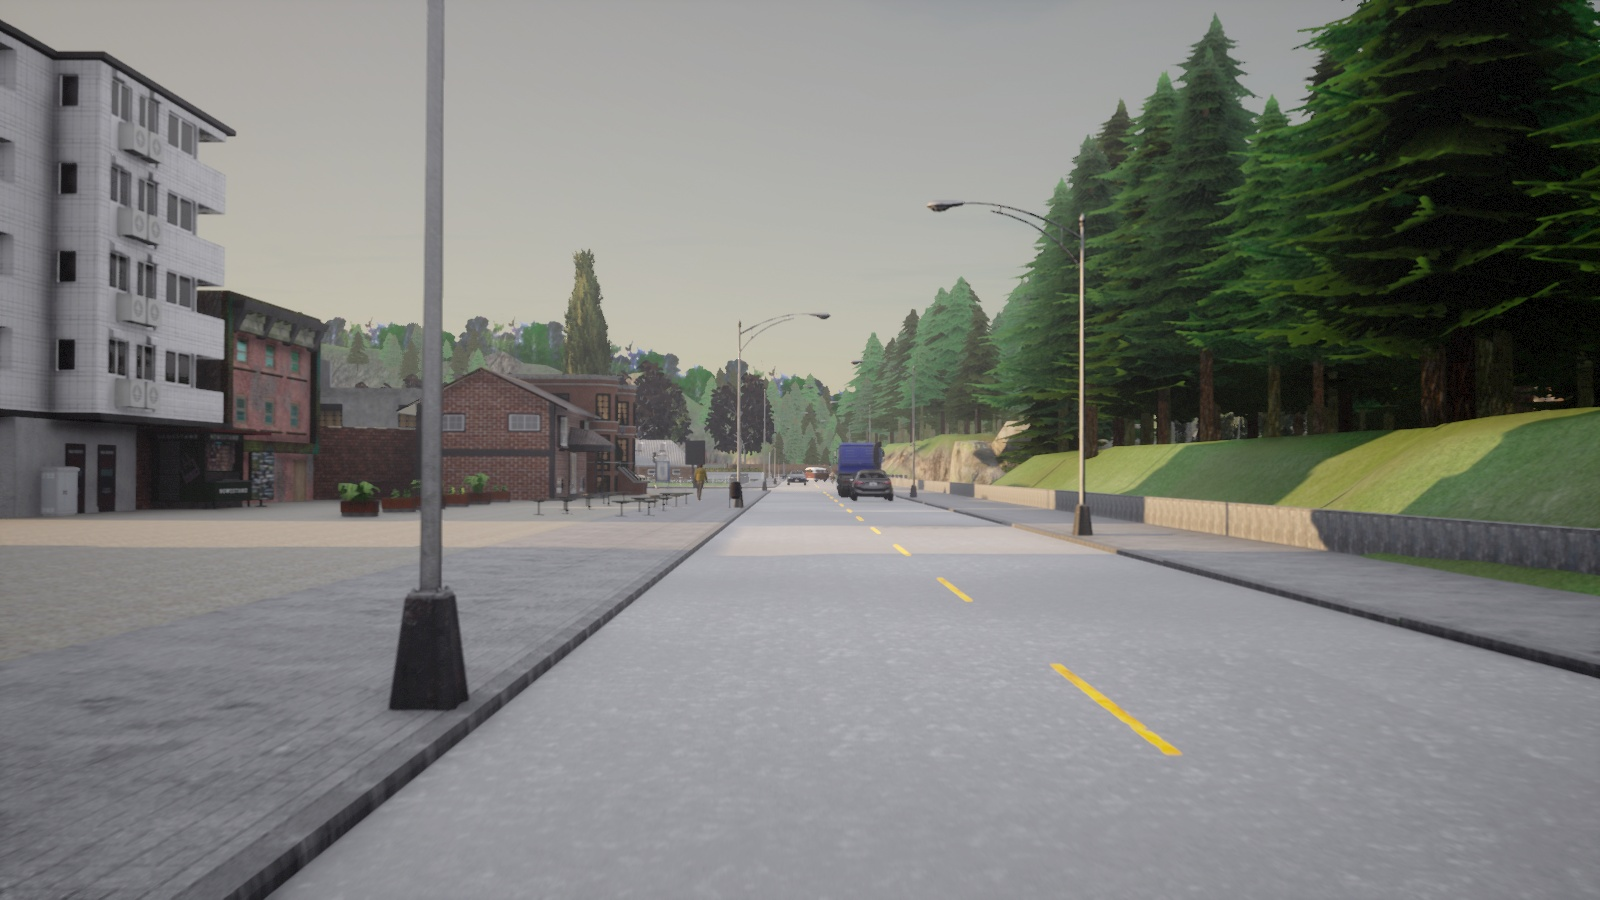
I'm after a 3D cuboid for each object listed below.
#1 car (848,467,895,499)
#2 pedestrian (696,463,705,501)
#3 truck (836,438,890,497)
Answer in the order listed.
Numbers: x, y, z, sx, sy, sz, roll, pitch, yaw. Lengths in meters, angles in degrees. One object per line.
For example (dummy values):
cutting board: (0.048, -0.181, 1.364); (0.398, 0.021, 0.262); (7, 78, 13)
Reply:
car: (3.841, 1.780, 67.924); (2.242, 1.667, 4.611); (0, -1, 0)
pedestrian: (-4.822, 1.562, 60.798); (0.370, 1.835, 0.726); (0, -1, 2)
truck: (3.815, 1.122, 77.949); (2.891, 3.462, 7.936); (0, -1, 0)
